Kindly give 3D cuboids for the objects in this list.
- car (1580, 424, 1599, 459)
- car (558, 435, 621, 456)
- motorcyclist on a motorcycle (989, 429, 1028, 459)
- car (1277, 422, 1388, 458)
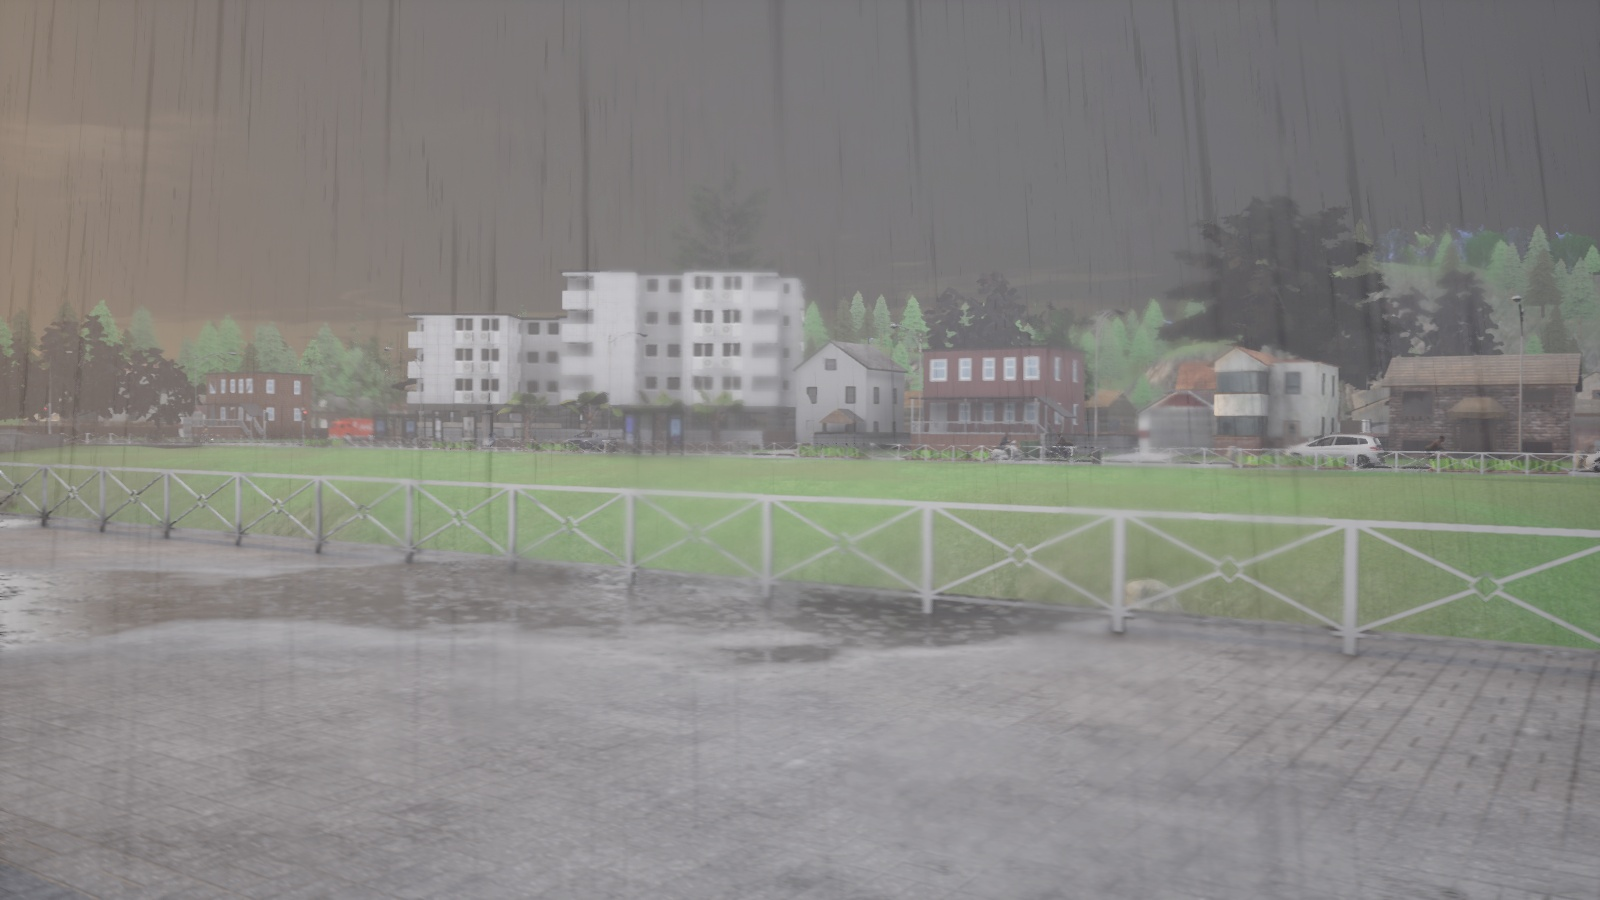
[{"bbox_3d":[36.317,-0.390,54.150,4.514,1.525,2.007,0,1,34],"label":"car"},{"bbox_3d":[-14.788,-0.324,88.120,4.193,1.474,1.816,0,1,34],"label":"car"},{"bbox_3d":[10.988,-0.318,66.182,1.817,1.590,0.866,0,1,34],"label":"motorcyclist on a motorcycle"},{"bbox_3d":[25.880,-0.493,61.085,4.611,1.667,2.242,0,1,34],"label":"car"}]
